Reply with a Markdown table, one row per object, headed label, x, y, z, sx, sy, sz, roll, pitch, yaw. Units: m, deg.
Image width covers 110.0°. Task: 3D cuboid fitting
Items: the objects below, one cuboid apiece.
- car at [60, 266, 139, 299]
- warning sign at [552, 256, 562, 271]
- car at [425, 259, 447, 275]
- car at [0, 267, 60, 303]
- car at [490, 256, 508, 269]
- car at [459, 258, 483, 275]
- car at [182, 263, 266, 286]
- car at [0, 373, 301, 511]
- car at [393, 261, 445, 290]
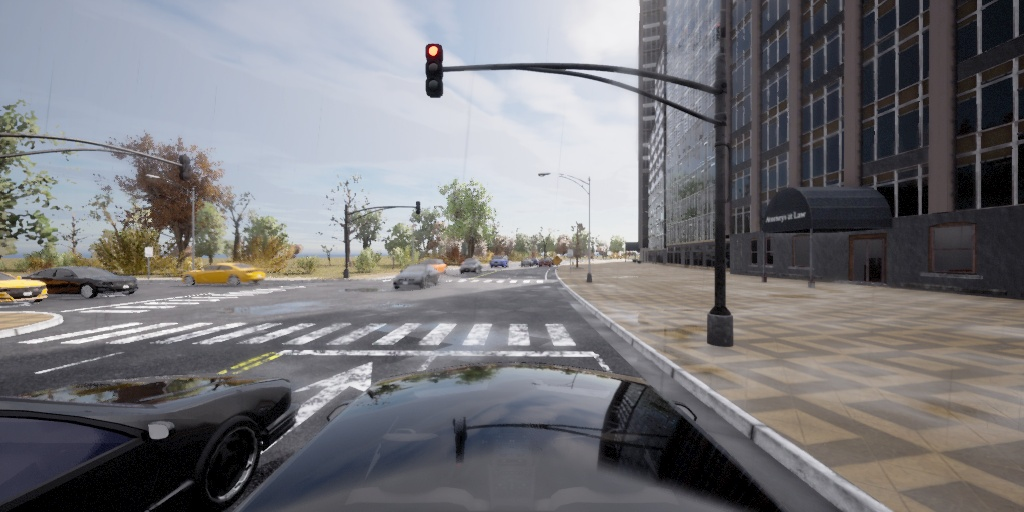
| label | x | y | z | sx | sy | sz | roll | pitch | yaw |
| --- | --- | --- | --- | --- | --- | --- | --- | --- | --- |
| car | -21.831 | 1.275 | 18.126 | 5.008 | 1.535 | 1.882 | 0 | 0 | 4 |
| warning sign | 5.525 | 0.868 | 43.921 | 1.300 | 1.860 | 1.060 | 0 | 0 | 7 |
| car | -8.063 | 1.099 | 35.991 | 2.097 | 1.767 | 4.553 | 0 | 0 | 6 |
| car | -22.473 | 1.288 | 14.906 | 5.008 | 1.535 | 1.882 | 0 | 0 | 3 |
| car | -2.021 | 0.976 | 57.768 | 2.150 | 2.045 | 5.566 | 0 | 0 | 9 |
| car | -4.430 | 1.253 | 39.641 | 1.837 | 1.490 | 4.892 | 0 | 0 | 6 |
| car | -19.719 | 1.245 | 24.592 | 5.008 | 1.535 | 1.882 | 0 | 1 | 2 |
| car | -3.128 | 1.298 | 1.222 | 2.033 | 1.411 | 5.357 | 0 | 0 | 1 |
| car | -5.877 | 1.273 | 22.576 | 1.812 | 1.442 | 4.674 | 0 | 0 | 4 |
